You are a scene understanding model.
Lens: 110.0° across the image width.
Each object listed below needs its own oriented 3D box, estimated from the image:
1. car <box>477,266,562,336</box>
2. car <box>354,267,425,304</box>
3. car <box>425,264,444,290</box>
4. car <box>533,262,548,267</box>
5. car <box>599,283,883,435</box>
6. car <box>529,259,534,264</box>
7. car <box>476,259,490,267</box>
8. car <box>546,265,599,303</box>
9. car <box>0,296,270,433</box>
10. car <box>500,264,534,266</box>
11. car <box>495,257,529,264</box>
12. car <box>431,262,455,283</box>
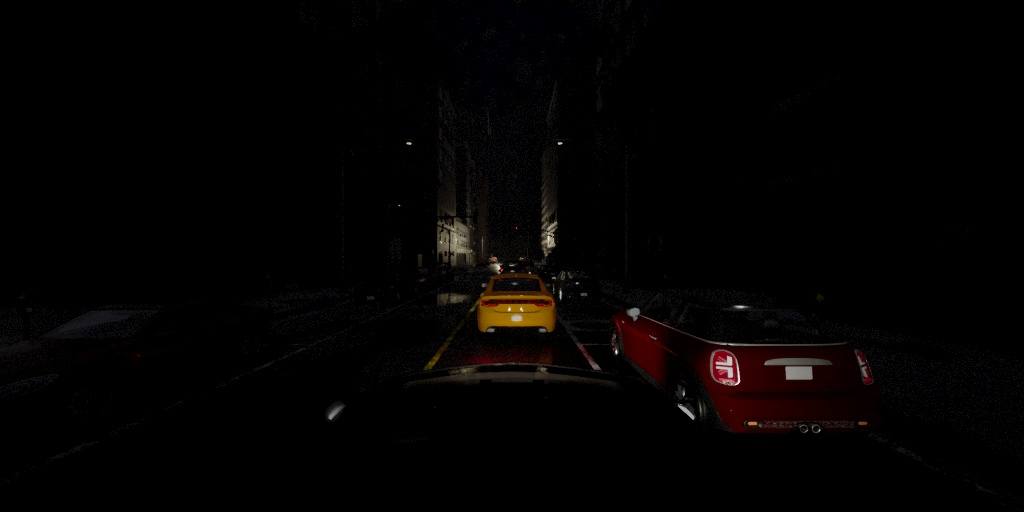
[{"bbox_3d":[0.112,1.228,10.397,1.882,1.535,5.008,0,0,0],"label":"car"},{"bbox_3d":[-5.643,1.316,16.527,1.948,1.339,4.313,0,0,0],"label":"car"},{"bbox_3d":[-5.634,1.333,22.029,1.802,1.307,4.207,0,0,0],"label":"car"},{"bbox_3d":[2.901,1.318,27.515,1.948,1.339,4.313,0,0,0],"label":"car"},{"bbox_3d":[2.863,1.190,5.510,1.967,1.591,4.097,0,0,0],"label":"car"},{"bbox_3d":[3.000,1.232,64.604,1.967,1.591,4.097,0,0,0],"label":"car"},{"bbox_3d":[-5.525,1.374,64.632,1.802,1.307,4.207,0,0,0],"label":"car"},{"bbox_3d":[2.882,1.301,16.513,2.007,1.370,4.403,0,0,0],"label":"car"},{"bbox_3d":[-5.662,1.332,5.525,1.802,1.307,4.207,0,0,0],"label":"car"},{"bbox_3d":[0.131,1.315,19.385,1.994,1.385,4.181,0,0,0],"label":"car"},{"bbox_3d":[0.075,1.105,28.118,2.097,1.767,4.553,0,0,1],"label":"car"},{"bbox_3d":[-5.624,1.192,27.530,1.967,1.591,4.097,0,0,0],"label":"car"}]
